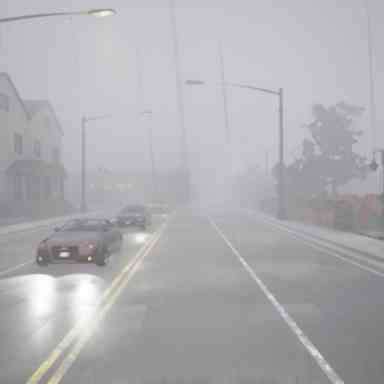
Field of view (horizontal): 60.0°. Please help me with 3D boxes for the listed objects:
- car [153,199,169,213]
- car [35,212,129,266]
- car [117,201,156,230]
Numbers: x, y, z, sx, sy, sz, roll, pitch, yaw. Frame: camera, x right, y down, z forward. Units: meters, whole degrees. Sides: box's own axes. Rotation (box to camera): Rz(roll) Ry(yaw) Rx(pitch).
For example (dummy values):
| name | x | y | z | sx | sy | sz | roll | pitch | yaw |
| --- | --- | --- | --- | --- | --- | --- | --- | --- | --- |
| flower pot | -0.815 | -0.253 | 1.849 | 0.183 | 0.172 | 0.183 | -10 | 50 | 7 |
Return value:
| name | x | y | z | sx | sy | sz | roll | pitch | yaw |
| --- | --- | --- | --- | --- | --- | --- | --- | --- | --- |
| car | -3.786 | 1.556 | 38.142 | 2.097 | 1.767 | 4.553 | 0 | 0 | 0 |
| car | -3.679 | 1.613 | 11.550 | 1.994 | 1.385 | 4.181 | 0 | 0 | -1 |
| car | -3.748 | 1.590 | 21.866 | 1.837 | 1.490 | 4.892 | 0 | 0 | 0 |
